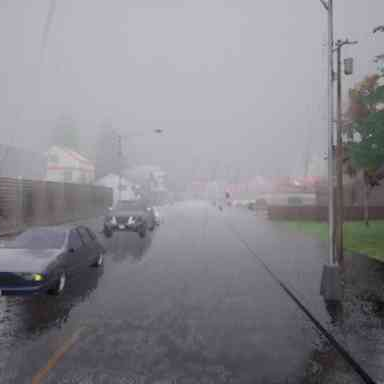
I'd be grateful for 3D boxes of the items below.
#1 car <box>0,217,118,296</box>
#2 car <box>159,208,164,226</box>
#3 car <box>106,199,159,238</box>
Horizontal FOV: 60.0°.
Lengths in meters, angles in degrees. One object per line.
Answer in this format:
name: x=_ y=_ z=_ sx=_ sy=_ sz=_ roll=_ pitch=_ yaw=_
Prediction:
car: x=-3.866 y=1.665 z=9.304 sx=2.033 sy=1.411 sz=5.357 roll=0 pitch=-1 yaw=2
car: x=-3.268 y=1.872 z=26.188 sx=1.812 sy=1.442 sz=4.674 roll=0 pitch=-1 yaw=2
car: x=-3.545 y=1.476 z=19.897 sx=2.150 sy=2.045 sz=5.566 roll=0 pitch=-1 yaw=2
